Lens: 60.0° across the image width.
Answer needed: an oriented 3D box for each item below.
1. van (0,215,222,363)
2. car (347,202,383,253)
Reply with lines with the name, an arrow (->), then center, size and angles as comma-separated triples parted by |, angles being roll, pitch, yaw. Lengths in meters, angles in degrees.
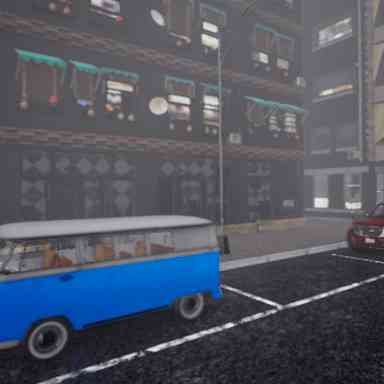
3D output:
van -> -1.374, 1.327, 5.555 | 3.998, 1.788, 1.690 | 0, 0, -36
car -> 7.731, 1.225, 12.083 | 5.009, 1.841, 2.192 | 0, 0, -36
